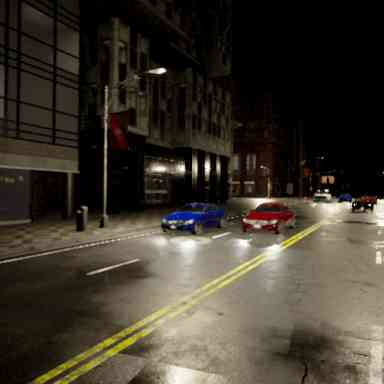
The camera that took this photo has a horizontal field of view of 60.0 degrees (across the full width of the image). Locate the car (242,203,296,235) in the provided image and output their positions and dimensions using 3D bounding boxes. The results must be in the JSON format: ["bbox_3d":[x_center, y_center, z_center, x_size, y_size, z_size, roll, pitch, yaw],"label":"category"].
[{"bbox_3d":[4.179,1.318,17.502,1.812,1.442,4.674,1,1,30],"label":"car"}]

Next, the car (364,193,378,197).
[{"bbox_3d":[26.959,0.959,50.561,2.097,1.767,4.553,1,0,30],"label":"car"}]

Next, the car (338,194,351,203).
[{"bbox_3d":[24.709,1.049,53.469,1.882,1.535,5.008,1,1,30],"label":"car"}]

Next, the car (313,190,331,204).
[{"bbox_3d":[20.994,0.763,53.515,2.150,2.045,5.566,1,1,30],"label":"car"}]

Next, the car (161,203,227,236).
[{"bbox_3d":[0.290,1.305,17.238,1.812,1.442,4.674,1,1,30],"label":"car"}]

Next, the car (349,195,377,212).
[{"bbox_3d":[17.649,1.277,34.203,1.895,1.301,4.718,1,1,30],"label":"car"}]
